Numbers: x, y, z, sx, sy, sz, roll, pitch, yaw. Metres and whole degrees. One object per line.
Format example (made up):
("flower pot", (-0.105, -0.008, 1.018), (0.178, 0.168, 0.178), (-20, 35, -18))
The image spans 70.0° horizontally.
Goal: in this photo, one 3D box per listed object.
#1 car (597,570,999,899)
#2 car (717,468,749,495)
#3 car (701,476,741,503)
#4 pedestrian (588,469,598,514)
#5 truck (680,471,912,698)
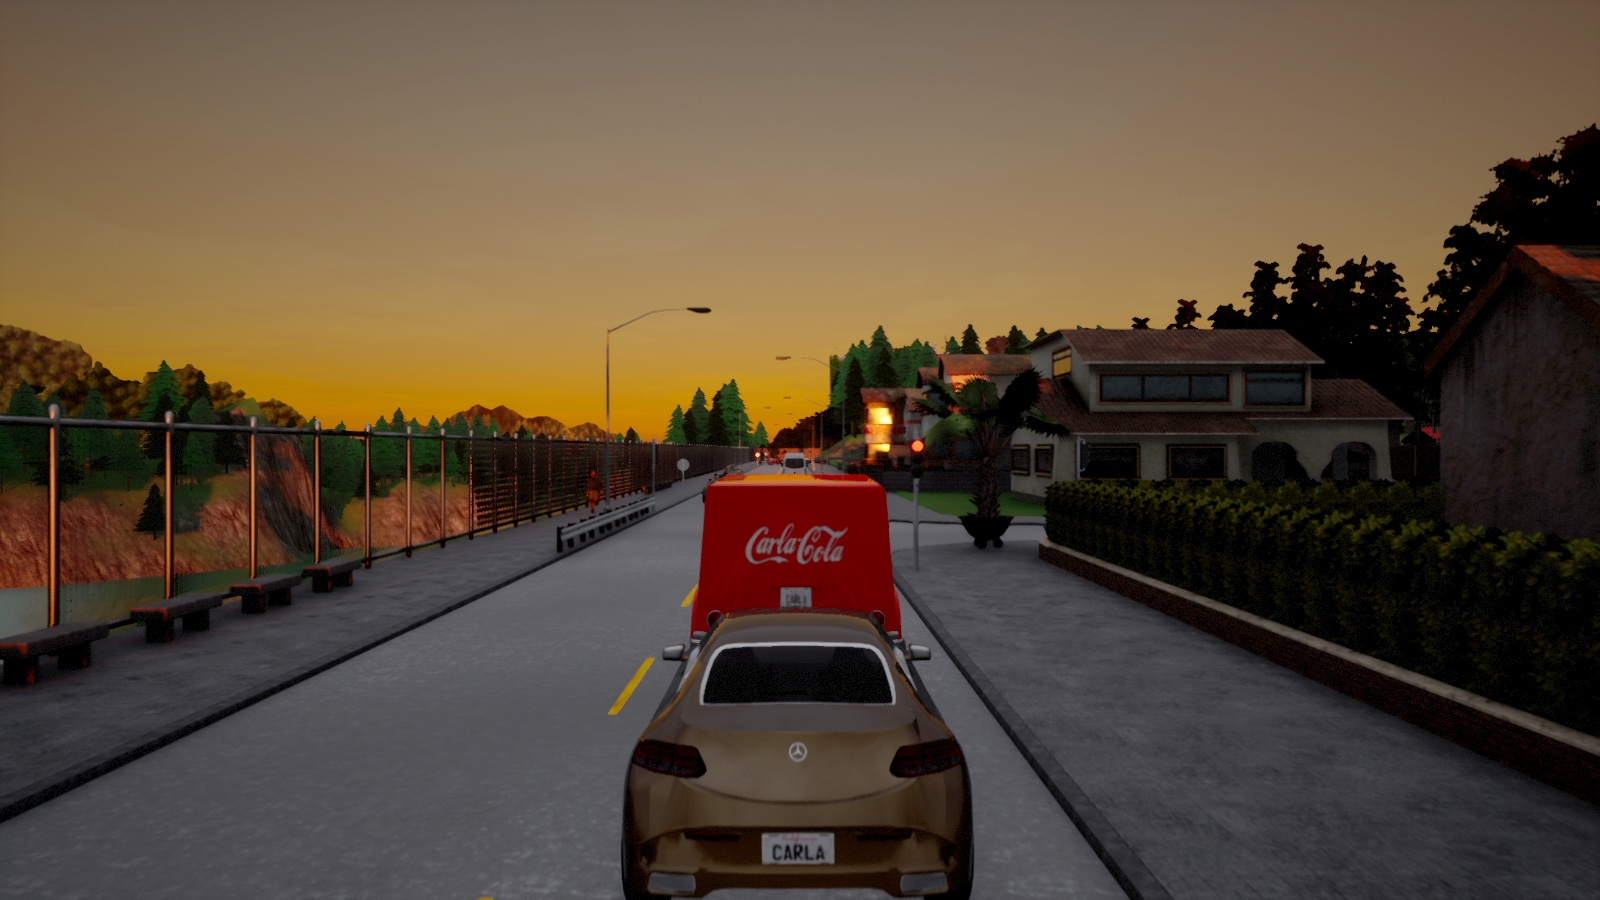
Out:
("car", (-0.022, 1.992, 8.625), (2.152, 1.651, 5.027), (0, 0, 0))
("car", (-4.329, 1.999, 74.029), (1.851, 1.617, 3.988), (0, 0, 0))
("car", (-4.277, 2.155, 62.605), (1.895, 1.301, 4.718), (0, 0, 0))
("pedestrian", (-8.633, 1.744, 47.640), (0.375, 1.860, 0.375), (0, 0, -9))
("truck", (-0.053, 1.569, 15.545), (2.627, 2.467, 5.204), (0, 0, 0))
